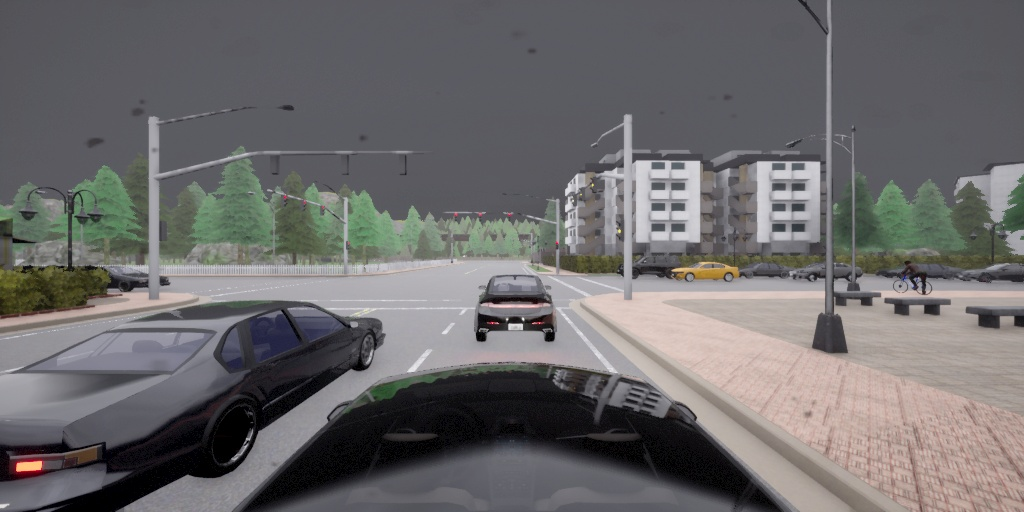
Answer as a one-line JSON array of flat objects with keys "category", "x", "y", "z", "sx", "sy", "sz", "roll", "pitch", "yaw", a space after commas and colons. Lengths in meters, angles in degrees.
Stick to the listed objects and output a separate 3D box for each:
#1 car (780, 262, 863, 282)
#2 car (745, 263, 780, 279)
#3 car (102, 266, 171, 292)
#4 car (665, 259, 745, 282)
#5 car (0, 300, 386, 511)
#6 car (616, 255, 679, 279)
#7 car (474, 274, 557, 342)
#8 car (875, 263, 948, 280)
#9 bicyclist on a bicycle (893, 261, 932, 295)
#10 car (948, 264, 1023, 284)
[{"category": "car", "x": 24.790, "y": 1.242, "z": 28.491, "sx": 4.902, "sy": 1.511, "sz": 2.128, "roll": 0, "pitch": 0, "yaw": 4}, {"category": "car", "x": 22.458, "y": 1.297, "z": 32.186, "sx": 5.357, "sy": 1.411, "sz": 2.033, "roll": 0, "pitch": 0, "yaw": 1}, {"category": "car", "x": -22.975, "y": 1.297, "z": 20.530, "sx": 5.357, "sy": 1.411, "sz": 2.033, "roll": 0, "pitch": 0, "yaw": -1}, {"category": "car", "x": 15.296, "y": 1.228, "z": 28.569, "sx": 5.008, "sy": 1.535, "sz": 1.882, "roll": 0, "pitch": 0, "yaw": -2}, {"category": "car", "x": -3.444, "y": 1.297, "z": 4.672, "sx": 2.033, "sy": 1.411, "sz": 5.357, "roll": 0, "pitch": 0, "yaw": 1}, {"category": "car", "x": 12.213, "y": 0.971, "z": 31.977, "sx": 5.566, "sy": 2.045, "sz": 2.150, "roll": 0, "pitch": 0, "yaw": -2}, {"category": "car", "x": 0.084, "y": 1.242, "z": 9.771, "sx": 2.128, "sy": 1.511, "sz": 4.902, "roll": 0, "pitch": 0, "yaw": 0}, {"category": "car", "x": 34.750, "y": 1.297, "z": 30.531, "sx": 5.357, "sy": 1.411, "sz": 2.033, "roll": 0, "pitch": 0, "yaw": 16}, {"category": "bicyclist on a bicycle", "x": 19.391, "y": 1.051, "z": 17.395, "sx": 0.582, "sy": 1.620, "sz": 1.656, "roll": 0, "pitch": 0, "yaw": -3}, {"category": "car", "x": 36.093, "y": 1.276, "z": 26.323, "sx": 4.674, "sy": 1.442, "sz": 1.812, "roll": 0, "pitch": 0, "yaw": 19}]
